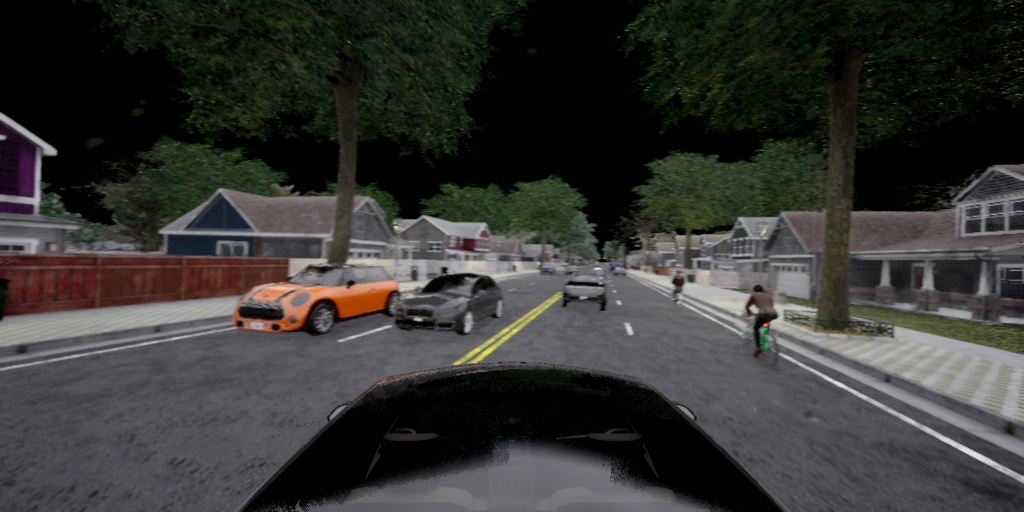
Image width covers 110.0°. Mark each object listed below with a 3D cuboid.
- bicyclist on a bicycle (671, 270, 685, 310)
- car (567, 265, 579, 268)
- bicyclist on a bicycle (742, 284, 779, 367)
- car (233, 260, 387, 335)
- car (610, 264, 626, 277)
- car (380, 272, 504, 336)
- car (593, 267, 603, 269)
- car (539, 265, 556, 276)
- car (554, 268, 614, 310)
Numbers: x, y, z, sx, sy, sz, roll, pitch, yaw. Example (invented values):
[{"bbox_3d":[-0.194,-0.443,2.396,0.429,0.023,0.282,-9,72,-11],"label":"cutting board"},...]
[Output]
[{"bbox_3d":[7.566,1.529,16.407,0.659,1.776,1.843,2,0,14],"label":"bicyclist on a bicycle"},{"bbox_3d":[8.499,2.017,50.340,1.837,1.490,4.892,2,0,15],"label":"car"},{"bbox_3d":[5.354,1.451,7.737,0.582,1.620,1.656,2,-1,14],"label":"bicyclist on a bicycle"},{"bbox_3d":[-5.108,0.998,10.158,2.097,1.767,4.553,2,-1,14],"label":"car"},{"bbox_3d":[16.815,2.418,55.935,2.033,1.411,5.357,2,-1,14],"label":"car"},{"bbox_3d":[-1.602,1.282,10.782,1.837,1.490,4.892,2,-1,14],"label":"car"},{"bbox_3d":[11.328,2.135,47.559,2.033,1.411,5.357,2,-1,14],"label":"car"},{"bbox_3d":[5.081,1.935,50.108,2.033,1.411,5.357,2,-1,15],"label":"car"},{"bbox_3d":[3.446,1.504,16.622,2.128,1.511,4.902,2,-1,14],"label":"car"}]
